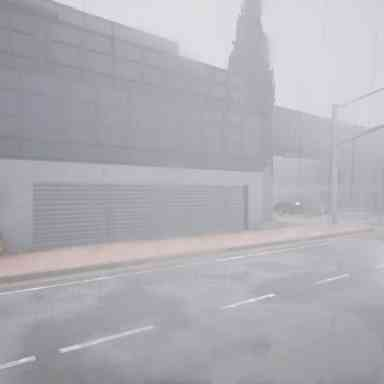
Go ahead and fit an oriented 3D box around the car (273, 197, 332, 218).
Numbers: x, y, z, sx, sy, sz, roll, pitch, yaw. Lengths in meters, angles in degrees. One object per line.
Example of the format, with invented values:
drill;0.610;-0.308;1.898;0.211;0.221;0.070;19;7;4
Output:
car;9.736;1.491;30.393;2.128;1.511;4.902;0;0;-37

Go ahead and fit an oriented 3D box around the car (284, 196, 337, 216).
car;11.825;1.352;33.450;2.097;1.767;4.553;0;0;-37
